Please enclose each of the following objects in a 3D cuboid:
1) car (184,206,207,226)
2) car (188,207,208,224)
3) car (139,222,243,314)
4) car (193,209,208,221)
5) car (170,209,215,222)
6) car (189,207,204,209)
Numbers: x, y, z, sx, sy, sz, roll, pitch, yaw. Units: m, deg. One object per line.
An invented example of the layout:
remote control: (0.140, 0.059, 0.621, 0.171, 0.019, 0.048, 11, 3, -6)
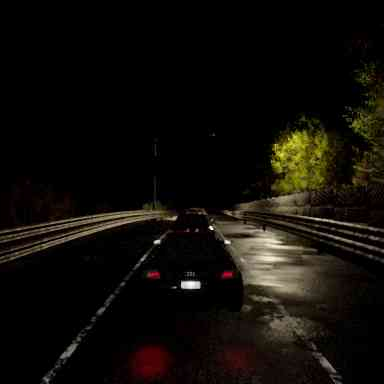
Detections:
car: (0.377, 2.286, 31.838, 2.097, 1.767, 4.553, 0, -3, 2)
car: (0.693, 2.574, 37.204, 2.097, 1.767, 4.553, 0, -3, 3)
car: (0.007, 1.621, 7.811, 1.994, 1.385, 4.181, 0, -1, 1)
car: (1.204, 3.195, 46.389, 1.882, 1.535, 5.008, 0, -3, 4)
car: (0.028, 1.713, 14.838, 1.837, 1.490, 4.892, 0, -1, 0)
car: (0.153, 2.031, 24.059, 2.128, 1.511, 4.902, 0, -3, 1)
